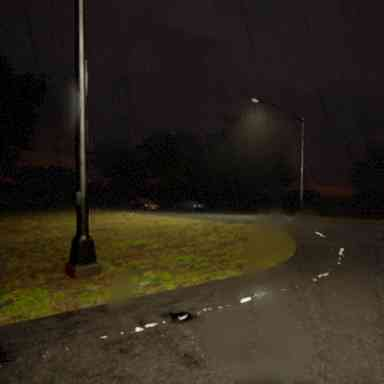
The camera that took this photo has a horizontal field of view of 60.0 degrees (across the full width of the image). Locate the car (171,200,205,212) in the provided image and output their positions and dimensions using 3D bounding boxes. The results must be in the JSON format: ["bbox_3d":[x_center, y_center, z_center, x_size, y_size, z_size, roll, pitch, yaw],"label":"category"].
[{"bbox_3d":[-0.544,1.743,41.460,2.033,1.411,5.357,3,-2,-35],"label":"car"}]

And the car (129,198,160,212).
[{"bbox_3d":[-5.216,1.395,35.941,1.812,1.442,4.674,3,-2,-35],"label":"car"}]

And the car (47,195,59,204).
[{"bbox_3d":[-36.118,1.933,86.334,2.150,2.045,5.566,3,-3,-33],"label":"car"}]
